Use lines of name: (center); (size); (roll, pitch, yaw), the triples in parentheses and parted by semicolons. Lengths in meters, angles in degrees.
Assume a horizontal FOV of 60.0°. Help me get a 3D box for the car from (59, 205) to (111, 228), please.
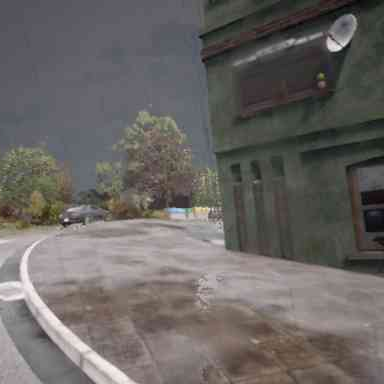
car: (-7.600, 1.661, 23.869); (1.812, 1.442, 4.674); (-7, -2, 15)

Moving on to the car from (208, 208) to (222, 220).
car: (4.156, 2.769, 41.113); (4.902, 1.511, 2.128); (4, -9, -41)
